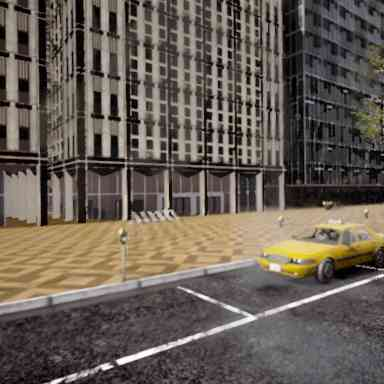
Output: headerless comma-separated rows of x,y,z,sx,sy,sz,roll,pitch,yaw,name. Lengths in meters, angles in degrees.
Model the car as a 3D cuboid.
3.961,1.490,9.472,4.829,1.417,1.752,-1,0,-36,car
